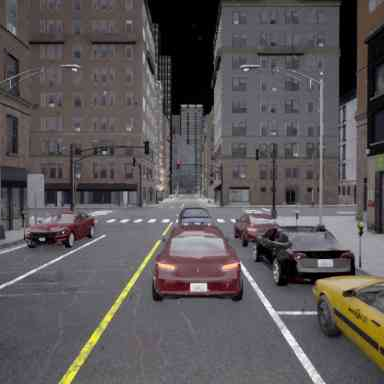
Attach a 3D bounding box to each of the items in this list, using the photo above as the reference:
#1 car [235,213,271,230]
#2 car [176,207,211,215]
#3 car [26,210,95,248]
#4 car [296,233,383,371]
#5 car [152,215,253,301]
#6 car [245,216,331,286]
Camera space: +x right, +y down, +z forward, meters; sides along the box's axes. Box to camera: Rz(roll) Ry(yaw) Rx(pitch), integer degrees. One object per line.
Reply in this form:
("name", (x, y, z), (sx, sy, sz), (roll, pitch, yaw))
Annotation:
("car", (2.876, 1.584, 14.816), (1.802, 1.307, 4.206), (-1, 0, 0))
("car", (0.144, 1.550, 18.220), (2.033, 1.411, 5.357), (0, 0, -3))
("car", (-5.670, 1.547, 14.818), (1.887, 1.381, 4.507), (-1, 0, 0))
("car", (2.868, 1.526, 3.814), (1.752, 1.417, 4.829), (-1, 0, 0))
("car", (0.104, 1.527, 8.200), (1.812, 1.442, 4.674), (0, 0, 0))
("car", (2.872, 1.567, 9.230), (1.947, 1.339, 4.313), (-1, 0, 0))
